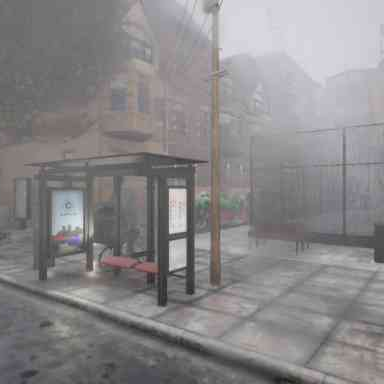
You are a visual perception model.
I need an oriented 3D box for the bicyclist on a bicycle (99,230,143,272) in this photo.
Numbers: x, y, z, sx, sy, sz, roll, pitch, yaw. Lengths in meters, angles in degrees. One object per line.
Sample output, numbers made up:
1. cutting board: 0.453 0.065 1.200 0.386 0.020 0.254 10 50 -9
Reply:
1. bicyclist on a bicycle: -1.866 1.339 9.163 0.582 1.620 1.656 1 -3 36
